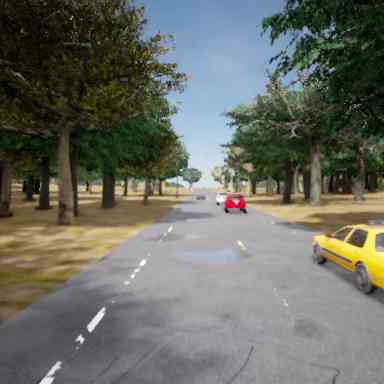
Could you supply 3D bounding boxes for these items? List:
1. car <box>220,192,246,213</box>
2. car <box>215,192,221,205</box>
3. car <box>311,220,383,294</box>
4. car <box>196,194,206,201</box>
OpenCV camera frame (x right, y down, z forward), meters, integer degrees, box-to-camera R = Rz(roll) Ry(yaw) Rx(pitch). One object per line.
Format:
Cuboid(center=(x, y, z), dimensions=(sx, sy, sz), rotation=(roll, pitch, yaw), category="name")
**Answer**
Cuboid(center=(4.527, 1.125, 35.962), dimensions=(2.150, 2.045, 5.566), rotation=(1, 1, 2), category="car")
Cuboid(center=(4.872, 0.989, 51.874), dimensions=(2.150, 2.045, 5.566), rotation=(1, 1, 2), category="car")
Cuboid(center=(4.732, 1.492, 8.796), dimensions=(1.801, 1.575, 5.366), rotation=(1, 0, 2), category="car")
Cuboid(center=(1.918, 1.065, 69.863), dimensions=(1.994, 1.385, 4.181), rotation=(1, 1, 2), category="car")
